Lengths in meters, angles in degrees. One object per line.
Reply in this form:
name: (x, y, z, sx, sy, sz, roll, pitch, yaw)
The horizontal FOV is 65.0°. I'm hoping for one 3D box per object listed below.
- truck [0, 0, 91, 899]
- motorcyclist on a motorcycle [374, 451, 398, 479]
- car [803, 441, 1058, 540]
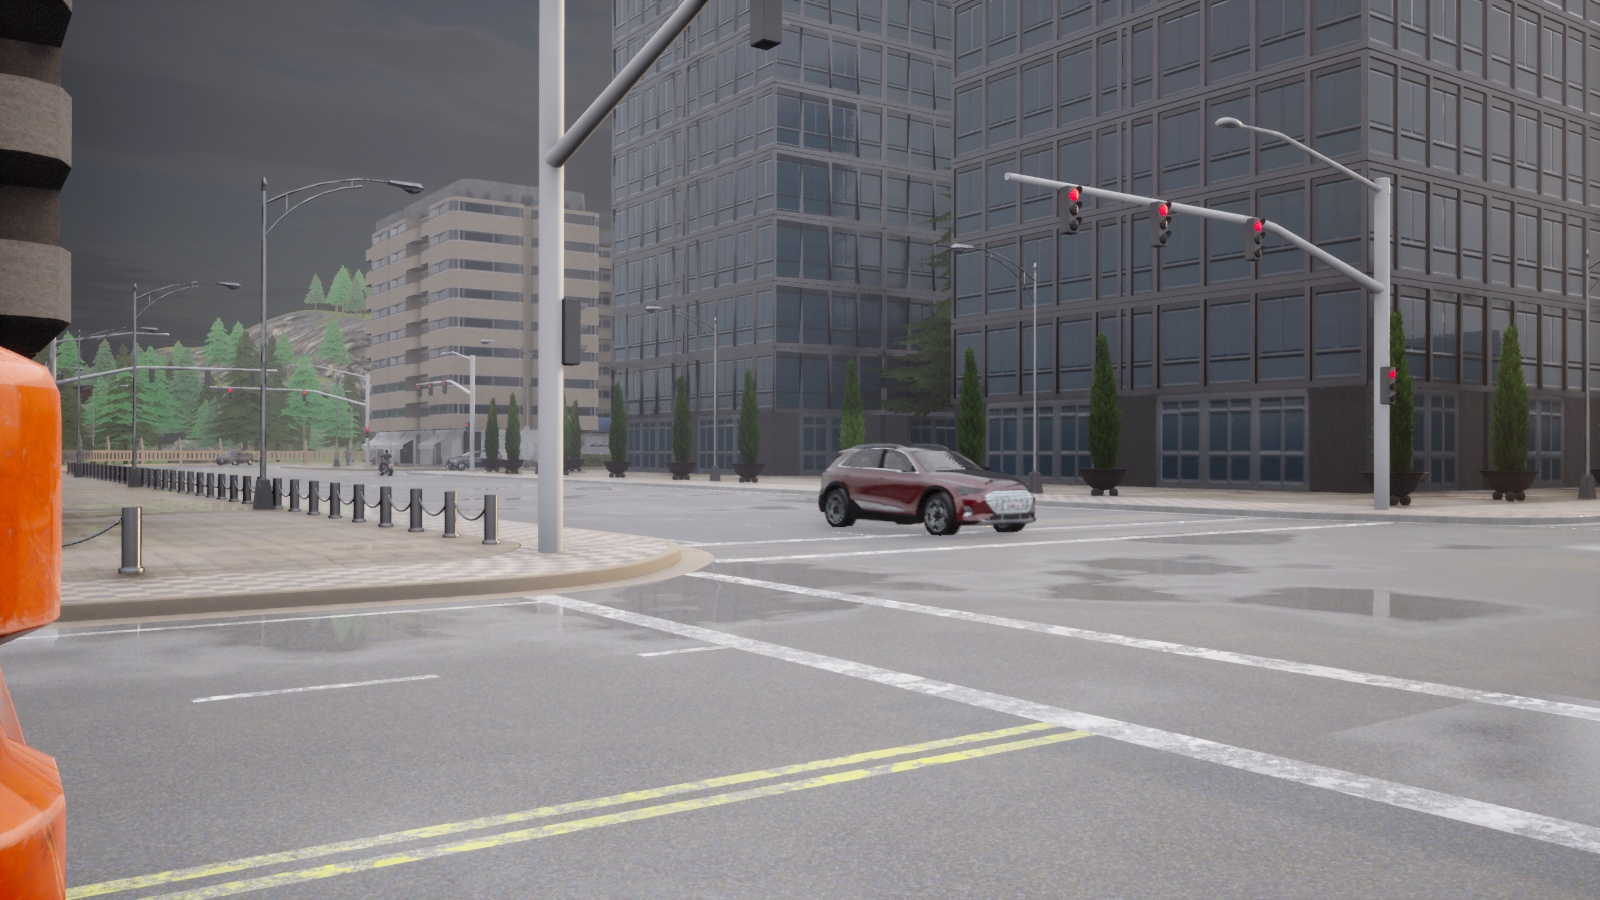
truck: (-4.853, -0.226, 0.292, 7.936, 3.462, 2.891, 0, 0, -35)
motorcyclist on a motorcycle: (-24.902, 0.877, 75.473, 0.766, 1.649, 2.350, 0, 0, -34)
car: (2.303, 0.673, 23.486, 2.033, 1.649, 4.856, 0, 0, -36)
